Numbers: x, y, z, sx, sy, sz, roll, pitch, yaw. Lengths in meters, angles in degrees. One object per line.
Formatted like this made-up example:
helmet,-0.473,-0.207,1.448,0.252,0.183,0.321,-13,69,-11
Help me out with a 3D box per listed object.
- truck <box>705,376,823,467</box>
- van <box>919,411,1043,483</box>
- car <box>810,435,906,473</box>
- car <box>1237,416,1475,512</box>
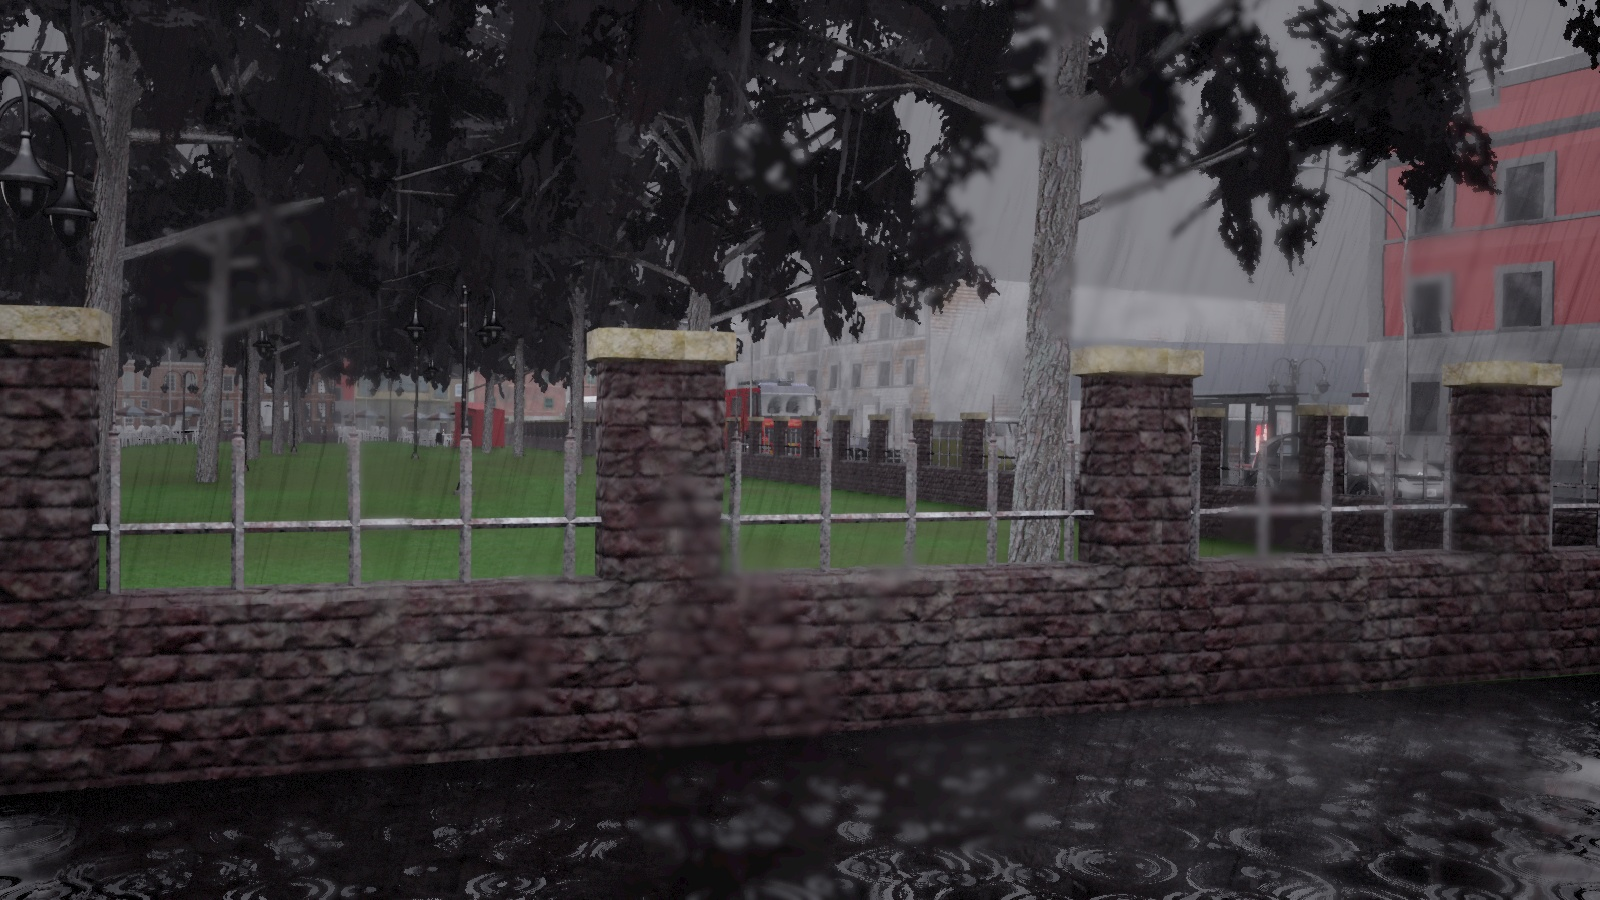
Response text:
truck,-1.803,-1.282,57.441,2.891,3.827,8.468,-1,1,-20
van,5.323,-0.116,37.445,1.775,1.987,4.442,-1,1,-20
car,2.087,0.118,46.563,1.895,1.301,4.718,-1,1,-20
car,10.278,0.202,23.553,1.851,1.617,3.988,-1,1,-19
